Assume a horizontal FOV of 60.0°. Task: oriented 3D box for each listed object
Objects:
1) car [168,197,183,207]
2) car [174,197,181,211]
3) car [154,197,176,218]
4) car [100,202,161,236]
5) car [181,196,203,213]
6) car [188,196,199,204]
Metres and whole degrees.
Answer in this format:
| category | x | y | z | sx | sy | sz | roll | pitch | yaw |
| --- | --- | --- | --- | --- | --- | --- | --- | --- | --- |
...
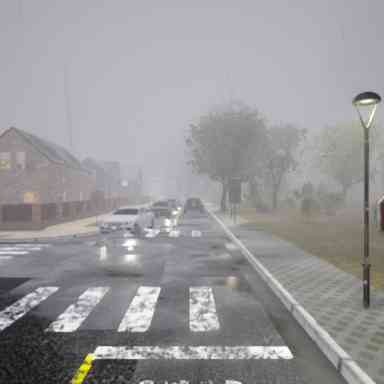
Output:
| category | x | y | z | sx | sy | sz | roll | pitch | yaw |
| --- | --- | --- | --- | --- | --- | --- | --- | --- | --- |
| car | -2.682 | 1.587 | 53.736 | 2.128 | 1.511 | 4.902 | 0 | 0 | 0 |
| car | -2.752 | 1.567 | 42.188 | 1.837 | 1.490 | 4.892 | 0 | -1 | 0 |
| car | -2.784 | 1.534 | 30.247 | 1.837 | 1.490 | 4.892 | 0 | 1 | 0 |
| car | -3.477 | 1.541 | 18.959 | 1.812 | 1.442 | 4.674 | 0 | 0 | 11 |
| car | 0.185 | 1.400 | 37.981 | 2.097 | 1.767 | 4.553 | 0 | 0 | 0 |
| car | 0.259 | 1.631 | 66.061 | 2.128 | 1.511 | 4.902 | 0 | 0 | 0 |
